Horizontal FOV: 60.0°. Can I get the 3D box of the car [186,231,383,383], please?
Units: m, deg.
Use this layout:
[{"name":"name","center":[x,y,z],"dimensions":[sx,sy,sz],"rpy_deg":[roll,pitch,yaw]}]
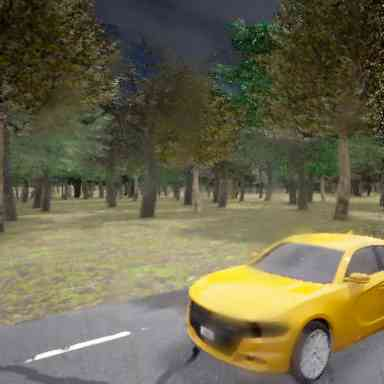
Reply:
[{"name":"car","center":[2.220,1.477,5.578],"dimensions":[5.008,1.535,1.882],"rpy_deg":[0,0,-35]}]
